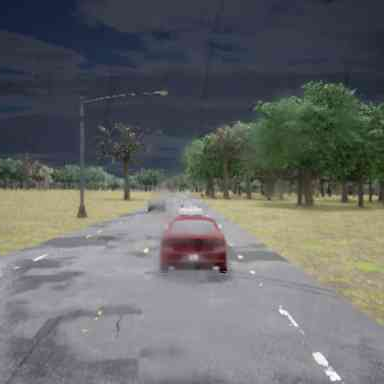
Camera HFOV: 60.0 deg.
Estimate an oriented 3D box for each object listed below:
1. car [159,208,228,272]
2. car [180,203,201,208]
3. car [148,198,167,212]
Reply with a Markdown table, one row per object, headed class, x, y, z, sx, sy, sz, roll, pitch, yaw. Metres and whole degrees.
| class | x | y | z | sx | sy | sz | roll | pitch | yaw |
| --- | --- | --- | --- | --- | --- | --- | --- | --- | --- |
| car | 0.040 | 1.519 | 10.964 | 1.882 | 1.535 | 5.008 | 0 | 0 | 0 |
| car | -0.132 | 1.631 | 29.316 | 1.895 | 1.301 | 4.718 | 0 | 0 | -1 |
| car | -3.968 | 1.480 | 38.495 | 1.882 | 1.535 | 5.008 | 0 | 0 | -1 |
